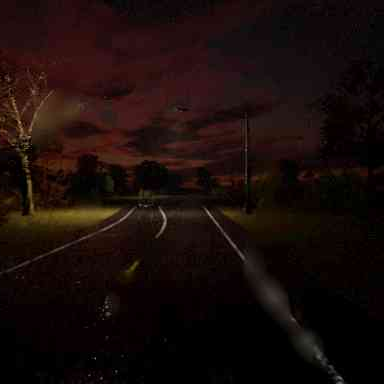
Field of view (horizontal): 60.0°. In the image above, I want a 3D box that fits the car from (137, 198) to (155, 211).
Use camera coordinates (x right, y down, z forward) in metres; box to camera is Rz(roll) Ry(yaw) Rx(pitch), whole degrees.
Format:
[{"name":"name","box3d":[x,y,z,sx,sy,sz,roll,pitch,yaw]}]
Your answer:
[{"name":"car","box3d":[-5.683,1.480,41.438,1.837,1.490,4.892,0,0,-7]}]
